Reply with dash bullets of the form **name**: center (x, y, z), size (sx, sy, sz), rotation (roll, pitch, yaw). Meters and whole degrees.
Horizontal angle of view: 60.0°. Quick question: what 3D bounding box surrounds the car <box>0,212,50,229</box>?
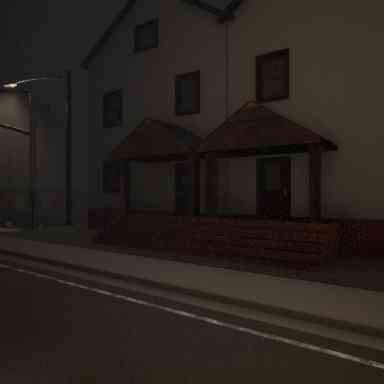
- **car**: center (-15.323, 2.564, 29.947), size (1.837, 1.490, 4.892), rotation (0, -9, 36)
